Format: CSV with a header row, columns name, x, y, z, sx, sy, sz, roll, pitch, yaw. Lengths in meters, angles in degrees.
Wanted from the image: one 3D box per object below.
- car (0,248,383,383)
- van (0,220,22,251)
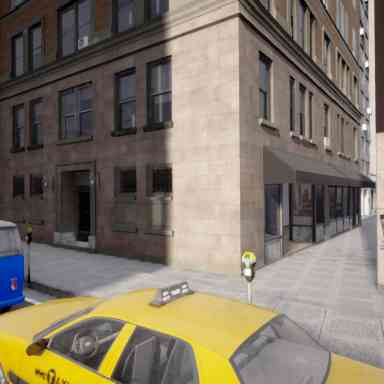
name,x,y,z,sx,sy,sz,roll,pitch,yaw
car,-0.391,1.526,3.139,4.829,1.417,1.752,0,-1,36
van,-4.865,1.342,6.344,3.998,1.788,1.690,0,-1,36
